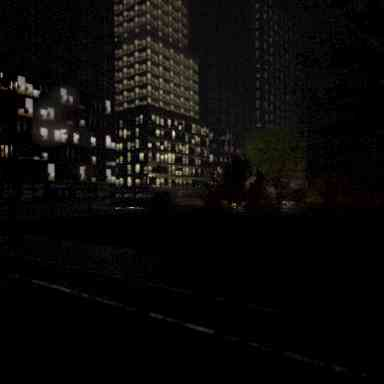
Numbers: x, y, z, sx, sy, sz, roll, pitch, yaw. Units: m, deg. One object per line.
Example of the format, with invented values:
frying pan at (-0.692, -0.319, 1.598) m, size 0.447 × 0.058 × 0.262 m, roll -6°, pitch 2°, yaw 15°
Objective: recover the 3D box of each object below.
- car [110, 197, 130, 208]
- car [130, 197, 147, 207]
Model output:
car at (-10.297, 1.556, 51.323) m, size 1.882 × 1.535 × 5.008 m, roll -1°, pitch -1°, yaw 37°
car at (-6.818, 1.601, 50.536) m, size 1.994 × 1.385 × 4.181 m, roll -1°, pitch -1°, yaw 37°
